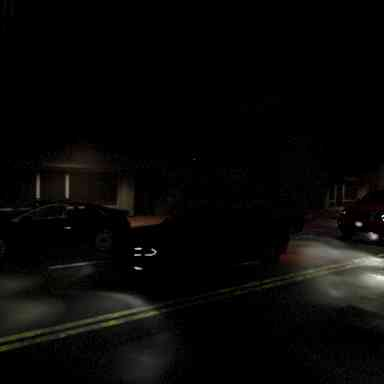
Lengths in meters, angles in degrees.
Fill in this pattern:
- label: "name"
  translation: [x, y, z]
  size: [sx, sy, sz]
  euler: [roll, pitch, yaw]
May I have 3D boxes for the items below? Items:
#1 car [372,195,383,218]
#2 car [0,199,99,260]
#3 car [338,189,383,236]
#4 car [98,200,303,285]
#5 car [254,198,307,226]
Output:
- label: "car"
  translation: [14.469, 0.890, 22.791]
  size: [4.718, 1.301, 1.895]
  euler: [-4, 6, -36]
- label: "car"
  translation: [-4.178, 0.967, 9.629]
  size: [4.902, 1.511, 2.128]
  euler: [0, 3, -36]
- label: "car"
  translation: [8.740, 0.909, 14.532]
  size: [5.566, 2.045, 2.150]
  euler: [0, 3, -36]
- label: "car"
  translation: [0.421, 1.137, 8.614]
  size: [5.008, 1.535, 1.882]
  euler: [0, 3, -35]
- label: "car"
  translation: [3.274, 1.027, 14.932]
  size: [4.674, 1.442, 1.812]
  euler: [0, 3, -35]
